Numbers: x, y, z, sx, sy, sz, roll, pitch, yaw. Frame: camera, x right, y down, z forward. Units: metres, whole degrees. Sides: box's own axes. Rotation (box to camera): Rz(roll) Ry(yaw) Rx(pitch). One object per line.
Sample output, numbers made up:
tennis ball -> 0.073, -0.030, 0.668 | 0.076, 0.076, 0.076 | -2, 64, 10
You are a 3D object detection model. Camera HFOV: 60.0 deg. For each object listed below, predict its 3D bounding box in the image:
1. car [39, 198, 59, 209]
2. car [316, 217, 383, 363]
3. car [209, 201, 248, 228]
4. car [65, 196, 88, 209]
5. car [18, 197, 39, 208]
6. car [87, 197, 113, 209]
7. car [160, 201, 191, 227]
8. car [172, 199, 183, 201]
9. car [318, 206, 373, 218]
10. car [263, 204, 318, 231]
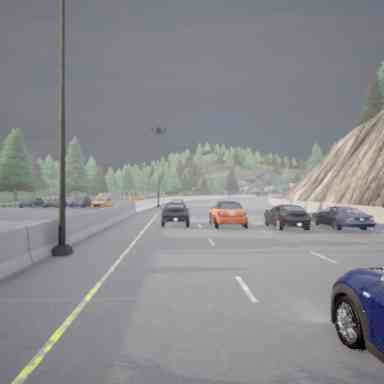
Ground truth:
car -> -19.164, 1.592, 46.679 | 1.994, 1.385, 4.181 | 0, 0, 2
car -> 3.327, 1.366, 3.458 | 2.097, 1.767, 4.553 | 0, 0, -3
car -> 2.367, 1.392, 22.626 | 2.097, 1.767, 4.553 | 0, 0, -2
car -> -15.661, 1.386, 46.648 | 2.097, 1.767, 4.553 | 0, 0, 2
car -> -22.646, 1.530, 47.209 | 1.837, 1.490, 4.892 | 0, 0, 2
car -> -12.199, 1.520, 45.474 | 1.882, 1.535, 5.008 | 0, 0, 2
car -> -1.164, 1.532, 23.239 | 1.837, 1.490, 4.892 | 0, -2, -3
car -> -1.637, 1.581, 37.956 | 1.812, 1.442, 4.674 | 0, 0, 0
car -> 9.443, 1.602, 21.277 | 2.033, 1.411, 5.357 | 0, 0, -3
car -> 5.944, 1.552, 21.190 | 1.837, 1.490, 4.892 | 0, 0, -3
